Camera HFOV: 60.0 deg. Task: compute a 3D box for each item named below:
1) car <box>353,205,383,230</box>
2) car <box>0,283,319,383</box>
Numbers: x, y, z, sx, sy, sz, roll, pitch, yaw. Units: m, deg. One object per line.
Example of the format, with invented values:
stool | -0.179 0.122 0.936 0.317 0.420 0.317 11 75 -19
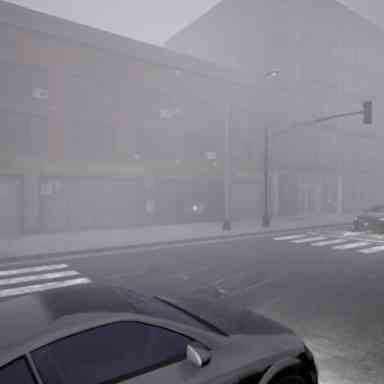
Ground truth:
car | 11.508 1.494 19.877 4.674 1.442 1.812 0 0 -37
car | -0.778 1.563 2.883 4.181 1.385 1.994 0 0 -35
